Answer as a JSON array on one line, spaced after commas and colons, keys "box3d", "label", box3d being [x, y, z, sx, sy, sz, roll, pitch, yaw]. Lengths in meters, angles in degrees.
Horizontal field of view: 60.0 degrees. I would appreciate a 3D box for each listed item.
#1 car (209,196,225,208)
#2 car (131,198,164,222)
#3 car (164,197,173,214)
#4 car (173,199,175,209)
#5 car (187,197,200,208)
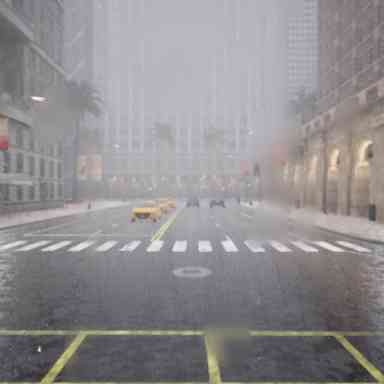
[{"box3d": [3.684, 1.361, 49.610, 2.097, 1.767, 4.553, 0, 0, 1], "label": "car"}, {"box3d": [-3.585, 1.482, 26.627, 1.882, 1.535, 5.008, 0, 0, 0], "label": "car"}, {"box3d": [-3.508, 1.484, 35.936, 1.882, 1.535, 5.008, 0, 0, 1], "label": "car"}, {"box3d": [-3.353, 1.486, 46.161, 1.882, 1.535, 5.008, 0, 0, 1], "label": "car"}, {"box3d": [0.185, 1.500, 49.675, 2.128, 1.511, 4.902, 0, 0, 1], "label": "car"}]
